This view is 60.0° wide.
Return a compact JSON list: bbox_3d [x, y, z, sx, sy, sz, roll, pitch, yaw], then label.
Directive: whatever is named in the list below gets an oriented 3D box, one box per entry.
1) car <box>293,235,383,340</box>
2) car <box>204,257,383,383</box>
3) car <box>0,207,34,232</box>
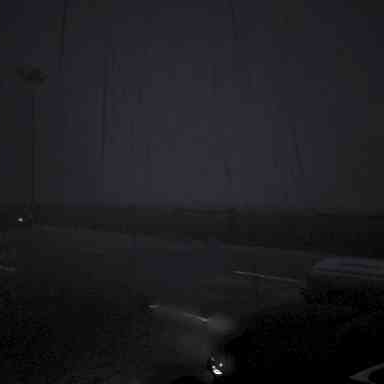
[{"bbox_3d":[4.259,1.599,5.254,4.718,1.301,1.895,0,0,35],"label":"car"},{"bbox_3d":[2.369,1.503,2.303,4.892,1.490,1.837,0,0,36],"label":"car"},{"bbox_3d":[-11.901,1.651,21.079,4.181,1.385,1.994,0,0,36],"label":"car"}]
